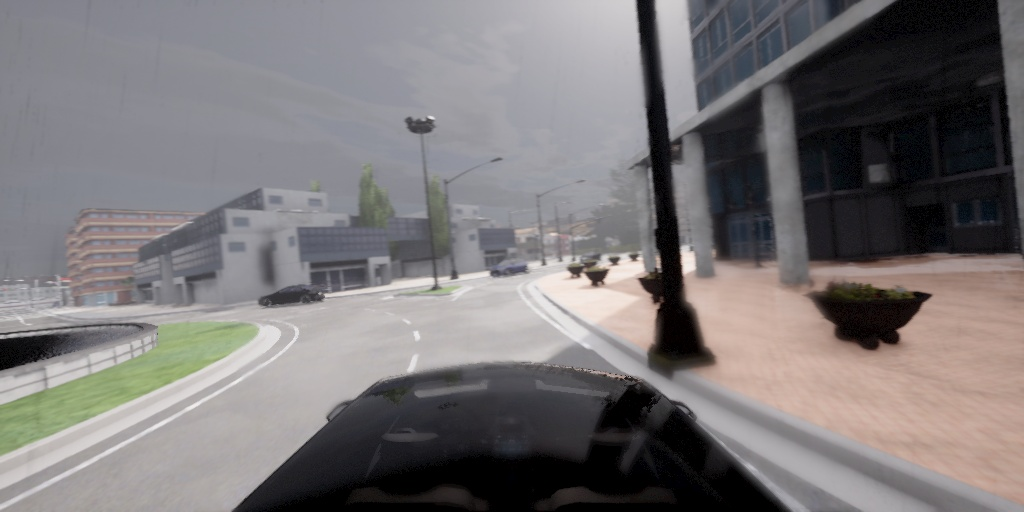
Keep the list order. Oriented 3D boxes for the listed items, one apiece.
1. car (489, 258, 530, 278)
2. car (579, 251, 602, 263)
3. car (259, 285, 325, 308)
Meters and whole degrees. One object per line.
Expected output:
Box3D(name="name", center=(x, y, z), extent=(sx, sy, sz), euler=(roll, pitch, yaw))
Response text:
Box3D(name="car", center=(-0.263, 1.122, 36.148), extent=(2.097, 1.767, 4.553), euler=(-6, 0, 40))
Box3D(name="car", center=(11.352, 0.125, 51.710), extent=(2.128, 1.511, 4.902), euler=(-6, 0, 36))
Box3D(name="car", center=(-16.020, 2.878, 26.208), extent=(4.181, 1.385, 1.994), euler=(-6, 0, -1))
